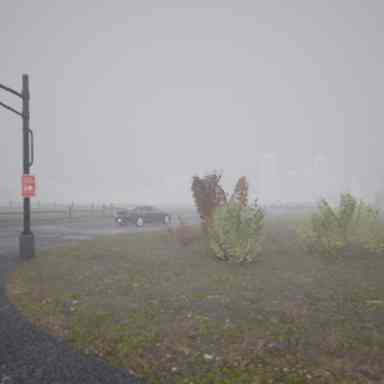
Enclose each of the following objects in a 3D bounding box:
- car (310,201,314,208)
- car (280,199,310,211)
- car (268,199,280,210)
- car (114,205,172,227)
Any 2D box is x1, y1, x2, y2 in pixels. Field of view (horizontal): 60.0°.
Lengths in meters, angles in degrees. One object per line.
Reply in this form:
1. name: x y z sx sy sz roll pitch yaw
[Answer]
1. car: 20.519 2.217 57.866 1.994 1.385 4.181 -1 -1 36
2. car: 15.926 2.113 51.452 2.033 1.411 5.357 -1 -1 37
3. car: 14.282 2.002 55.213 2.097 1.767 4.553 -1 -1 36
4. car: -3.502 1.706 24.600 1.837 1.490 4.892 -1 -1 36
